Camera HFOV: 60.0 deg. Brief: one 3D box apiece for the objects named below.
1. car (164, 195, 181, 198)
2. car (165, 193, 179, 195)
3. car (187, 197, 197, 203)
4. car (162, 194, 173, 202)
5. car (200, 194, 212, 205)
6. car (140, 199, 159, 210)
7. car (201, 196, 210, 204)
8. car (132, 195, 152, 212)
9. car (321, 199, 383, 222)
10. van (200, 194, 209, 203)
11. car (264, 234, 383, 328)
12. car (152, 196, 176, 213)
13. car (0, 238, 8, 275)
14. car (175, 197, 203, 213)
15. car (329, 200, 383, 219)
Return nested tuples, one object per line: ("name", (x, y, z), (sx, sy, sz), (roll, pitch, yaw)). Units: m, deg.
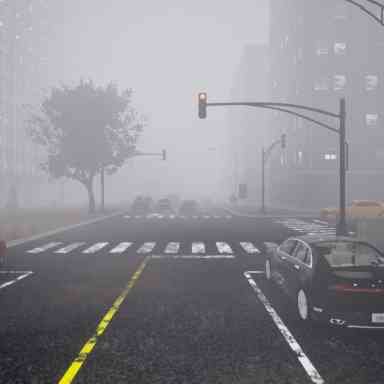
("car", (-3.104, 1.521, 48.140), (2.128, 1.511, 4.902), (0, 0, 0))
("car", (-3.097, 1.263, 58.718), (2.150, 2.045, 5.566), (0, 0, -1))
("car", (-0.015, 1.657, 69.059), (1.895, 1.301, 4.718), (0, 0, 0))
("car", (-5.708, 1.386, 77.948), (2.192, 1.841, 5.009), (0, 0, 0))
("car", (2.677, 1.611, 61.381), (1.947, 1.339, 4.313), (0, 0, 0))
("car", (-5.701, 1.592, 44.811), (1.947, 1.339, 4.313), (0, 0, 0))
("car", (2.676, 1.578, 67.074), (1.752, 1.417, 4.829), (0, 0, 0))
("car", (-5.700, 1.336, 39.288), (2.192, 1.841, 5.009), (0, 0, 0))
("car", (11.722, 1.301, 23.606), (5.008, 1.535, 1.882), (-1, 0, -3))
("van", (2.674, 1.402, 72.428), (1.690, 1.788, 3.998), (0, 0, 0))
("car", (2.688, 1.551, 6.902), (2.008, 1.369, 4.403), (0, 0, 0))
("car", (-3.106, 1.525, 37.933), (1.837, 1.490, 4.892), (0, 0, 0))
("car", (-5.692, 1.545, 6.900), (1.887, 1.381, 4.507), (0, 0, 0))
("car", (-0.236, 1.566, 36.900), (2.033, 1.411, 5.357), (0, 0, 4))
("car", (13.421, 1.350, 26.310), (4.403, 1.369, 2.008), (-1, 1, -1))
